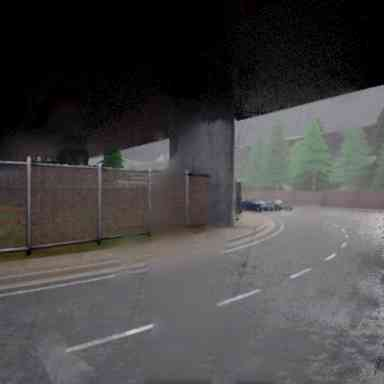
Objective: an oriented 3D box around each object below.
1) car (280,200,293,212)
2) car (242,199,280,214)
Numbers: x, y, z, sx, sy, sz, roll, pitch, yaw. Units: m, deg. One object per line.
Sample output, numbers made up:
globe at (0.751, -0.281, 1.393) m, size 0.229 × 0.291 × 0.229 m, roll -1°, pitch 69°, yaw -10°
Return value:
car at (10.160, 1.605, 39.924) m, size 1.812 × 1.442 × 4.674 m, roll 0°, pitch 0°, yaw -21°
car at (7.373, 1.556, 37.397) m, size 1.882 × 1.535 × 5.008 m, roll 0°, pitch 0°, yaw -19°
